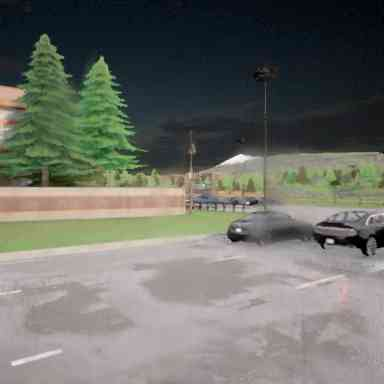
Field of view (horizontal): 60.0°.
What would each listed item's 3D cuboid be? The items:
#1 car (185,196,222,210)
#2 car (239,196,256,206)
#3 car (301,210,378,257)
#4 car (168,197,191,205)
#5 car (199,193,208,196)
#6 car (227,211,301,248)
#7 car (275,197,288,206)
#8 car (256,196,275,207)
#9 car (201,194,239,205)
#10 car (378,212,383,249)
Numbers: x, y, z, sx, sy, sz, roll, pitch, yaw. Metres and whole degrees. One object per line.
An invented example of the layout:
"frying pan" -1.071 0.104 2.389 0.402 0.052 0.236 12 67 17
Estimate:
"car" 1.299 1.552 43.395 1.895 1.301 4.718 0 0 -36
"car" 6.406 1.431 48.288 2.128 1.511 4.902 0 0 -36
"car" 6.726 1.468 12.848 4.902 1.511 2.128 0 0 -35
"car" -2.338 1.539 60.428 1.895 1.301 4.718 0 0 -35
"car" 0.353 1.410 62.710 1.882 1.535 5.008 0 0 -35
"car" 3.574 1.543 14.902 4.181 1.385 1.994 0 0 -35
"car" 12.556 1.430 51.744 1.837 1.490 4.892 0 0 -36
"car" 9.536 1.437 49.937 1.837 1.490 4.892 0 0 -36
"car" 3.764 1.450 45.963 1.837 1.490 4.892 0 0 -36
"car" 7.734 1.201 9.269 5.566 2.045 2.150 0 0 -35
